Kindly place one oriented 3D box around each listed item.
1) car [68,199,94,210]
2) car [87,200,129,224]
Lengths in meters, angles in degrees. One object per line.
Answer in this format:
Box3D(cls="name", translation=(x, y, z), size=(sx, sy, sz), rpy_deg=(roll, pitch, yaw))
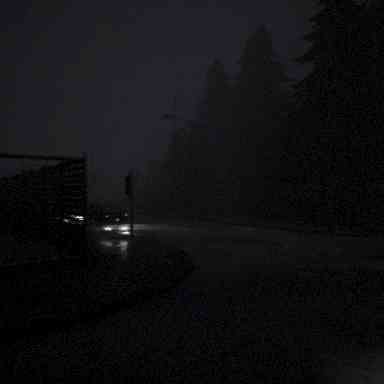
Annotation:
Box3D(cls="car", translation=(-14.539, 1.553, 43.244), size=(1.895, 1.301, 4.718), rpy_deg=(0, 0, -35))
Box3D(cls="car", translation=(-6.638, 1.515, 24.902), size=(2.033, 1.411, 5.357), rpy_deg=(0, 0, -35))
